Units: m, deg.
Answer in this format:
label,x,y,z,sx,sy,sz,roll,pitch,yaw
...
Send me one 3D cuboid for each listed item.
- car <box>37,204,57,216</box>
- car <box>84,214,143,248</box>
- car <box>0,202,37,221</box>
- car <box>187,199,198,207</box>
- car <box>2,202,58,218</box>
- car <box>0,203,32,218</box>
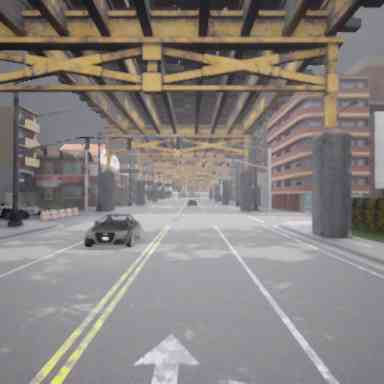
label,x,y,z,sx,sy,sz,roll,pitch,yaw
car,-16.796,1.669,34.667,4.536,1.218,1.853,0,-1,-20
car,-3.546,1.734,15.598,1.994,1.385,4.181,0,-1,0
car,-17.076,1.782,30.525,4.974,1.542,2.038,0,-1,25
car,0.028,2.207,66.148,1.837,1.490,4.892,0,0,0
car,-16.748,1.827,34.684,4.974,1.542,2.038,0,-1,-20
car,-17.123,1.625,30.548,4.536,1.218,1.853,0,-1,25
